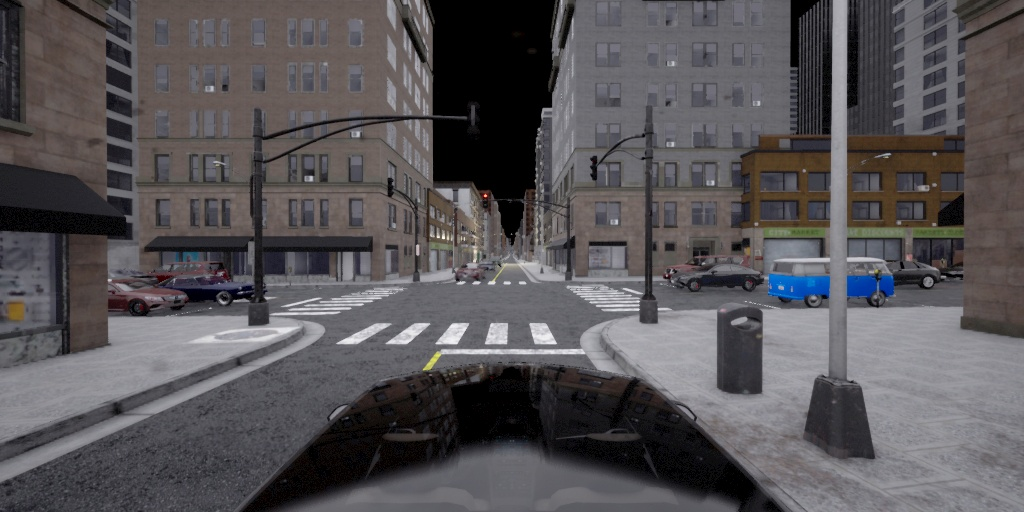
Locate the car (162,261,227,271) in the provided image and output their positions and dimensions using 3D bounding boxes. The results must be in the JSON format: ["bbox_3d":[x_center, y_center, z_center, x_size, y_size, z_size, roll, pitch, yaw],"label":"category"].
[{"bbox_3d":[-20.338,1.270,22.149,5.009,1.841,2.192,0,0,0],"label":"car"}]

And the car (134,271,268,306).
[{"bbox_3d":[-13.949,1.517,16.300,4.718,1.301,1.895,-1,0,0],"label":"car"}]

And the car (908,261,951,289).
[{"bbox_3d":[20.293,0.980,19.570,4.892,1.490,1.837,-1,0,0],"label":"car"}]

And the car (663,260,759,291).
[{"bbox_3d":[11.108,1.113,19.567,4.674,1.442,1.812,-1,0,1],"label":"car"}]

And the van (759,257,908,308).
[{"bbox_3d":[12.123,0.957,13.694,3.998,1.789,1.690,0,0,0],"label":"van"}]

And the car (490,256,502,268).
[{"bbox_3d":[-3.023,1.016,63.289,2.150,2.045,5.566,0,0,1],"label":"car"}]

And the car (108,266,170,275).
[{"bbox_3d":[-22.156,1.489,19.435,4.902,1.511,2.128,-1,0,0],"label":"car"}]

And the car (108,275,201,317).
[{"bbox_3d":[-14.814,1.527,13.636,4.207,1.307,1.802,0,0,0],"label":"car"}]

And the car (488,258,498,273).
[{"bbox_3d":[-3.080,1.328,44.211,1.994,1.385,4.181,0,0,0],"label":"car"}]

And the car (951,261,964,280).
[{"bbox_3d":[28.931,0.915,22.255,4.313,1.339,1.948,0,0,0],"label":"car"}]

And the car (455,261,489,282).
[{"bbox_3d":[-3.351,1.277,29.380,1.812,1.442,4.674,0,0,4],"label":"car"}]

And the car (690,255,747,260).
[{"bbox_3d":[12.103,0.871,22.219,5.009,1.841,2.192,0,0,0],"label":"car"}]
